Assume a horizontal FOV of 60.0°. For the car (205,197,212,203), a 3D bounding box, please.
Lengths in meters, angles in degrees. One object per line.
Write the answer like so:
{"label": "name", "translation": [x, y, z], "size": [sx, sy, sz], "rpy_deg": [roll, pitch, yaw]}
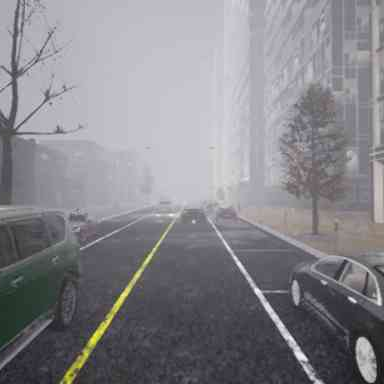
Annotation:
{"label": "car", "translation": [2.711, 1.778, 44.578], "size": [1.947, 1.339, 4.313], "rpy_deg": [1, 0, 0]}

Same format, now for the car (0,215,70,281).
{"label": "car", "translation": [-5.744, 1.596, 10.775], "size": [1.887, 1.381, 4.507], "rpy_deg": [1, 0, 0]}

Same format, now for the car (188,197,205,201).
{"label": "car", "translation": [0.109, 1.678, 38.774], "size": [2.128, 1.511, 4.902], "rpy_deg": [0, 0, 0]}

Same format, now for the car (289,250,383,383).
{"label": "car", "translation": [2.806, 1.575, 5.072], "size": [2.008, 1.369, 4.403], "rpy_deg": [1, 0, 0]}

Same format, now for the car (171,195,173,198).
{"label": "car", "translation": [-5.663, 1.932, 72.857], "size": [1.802, 1.307, 4.206], "rpy_deg": [1, 0, 0]}

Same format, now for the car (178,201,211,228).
{"label": "car", "translation": [0.107, 1.615, 23.189], "size": [1.837, 1.490, 4.892], "rpy_deg": [0, 0, 0]}

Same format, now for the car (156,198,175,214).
{"label": "car", "translation": [-3.084, 1.709, 38.485], "size": [1.812, 1.442, 4.674], "rpy_deg": [0, 0, 0]}

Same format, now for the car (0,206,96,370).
{"label": "car", "translation": [-3.093, 1.242, 4.002], "size": [2.150, 2.045, 5.566], "rpy_deg": [0, 0, 0]}

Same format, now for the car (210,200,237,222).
{"label": "car", "translation": [2.708, 1.676, 27.647], "size": [1.887, 1.381, 4.507], "rpy_deg": [1, 0, 0]}

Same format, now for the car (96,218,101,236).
{"label": "car", "translation": [-5.709, 1.660, 16.419], "size": [1.802, 1.307, 4.206], "rpy_deg": [1, 0, 0]}

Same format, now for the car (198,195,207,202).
{"label": "car", "translation": [2.724, 1.748, 89.732], "size": [2.192, 1.841, 5.009], "rpy_deg": [1, 0, 0]}

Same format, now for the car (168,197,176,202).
{"label": "car", "translation": [-5.658, 2.012, 95.433], "size": [2.008, 1.369, 4.403], "rpy_deg": [1, 0, 0]}

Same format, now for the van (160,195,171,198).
{"label": "van", "translation": [-5.660, 1.664, 67.214], "size": [1.690, 1.788, 3.998], "rpy_deg": [1, 0, 0]}

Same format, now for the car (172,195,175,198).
{"label": "car", "translation": [-5.656, 1.721, 84.146], "size": [2.192, 1.841, 5.009], "rpy_deg": [1, 0, 0]}
